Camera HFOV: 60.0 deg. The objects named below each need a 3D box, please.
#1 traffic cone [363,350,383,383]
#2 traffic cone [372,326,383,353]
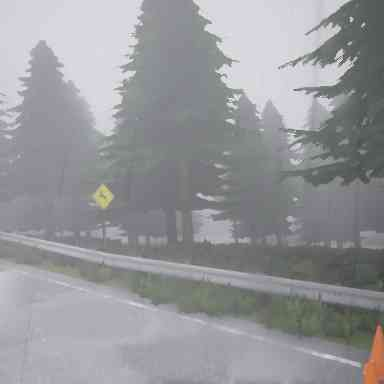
[{"bbox_3d":[1.778,1.956,3.283,0.340,0.580,0.340,0,0,34],"label":"traffic cone"},{"bbox_3d":[2.323,1.956,4.118,0.340,0.580,0.340,0,0,34],"label":"traffic cone"}]
